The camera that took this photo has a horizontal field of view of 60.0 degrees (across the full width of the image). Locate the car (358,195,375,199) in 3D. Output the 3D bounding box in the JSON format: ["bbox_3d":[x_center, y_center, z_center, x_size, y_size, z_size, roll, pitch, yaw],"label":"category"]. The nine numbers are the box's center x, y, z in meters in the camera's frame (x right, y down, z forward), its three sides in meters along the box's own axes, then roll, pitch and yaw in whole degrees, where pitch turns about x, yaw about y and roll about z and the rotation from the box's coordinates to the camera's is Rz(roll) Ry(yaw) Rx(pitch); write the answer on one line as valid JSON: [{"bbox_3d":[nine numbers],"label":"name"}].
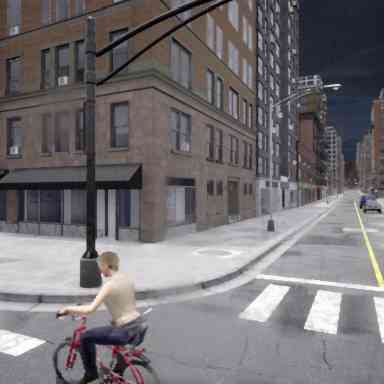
[{"bbox_3d":[25.934,1.420,49.075,2.150,2.045,5.566,0,0,26],"label":"car"}]

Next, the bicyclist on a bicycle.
[{"bbox_3d":[-0.954,1.437,3.579,1.509,1.612,0.866,0,0,26],"label":"bicyclist on a bicycle"}]

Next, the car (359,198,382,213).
[{"bbox_3d":[21.458,1.739,39.681,2.033,1.411,5.357,0,0,26],"label":"car"}]
